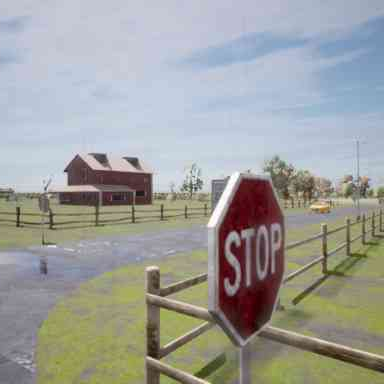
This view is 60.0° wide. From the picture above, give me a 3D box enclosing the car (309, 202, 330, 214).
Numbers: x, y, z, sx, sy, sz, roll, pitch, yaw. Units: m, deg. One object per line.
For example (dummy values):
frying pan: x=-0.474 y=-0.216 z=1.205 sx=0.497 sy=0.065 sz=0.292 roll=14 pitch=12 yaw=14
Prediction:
car: x=18.069 y=2.214 z=46.992 sx=1.882 sy=1.535 sz=5.008 roll=-1 pitch=-1 yaw=35
